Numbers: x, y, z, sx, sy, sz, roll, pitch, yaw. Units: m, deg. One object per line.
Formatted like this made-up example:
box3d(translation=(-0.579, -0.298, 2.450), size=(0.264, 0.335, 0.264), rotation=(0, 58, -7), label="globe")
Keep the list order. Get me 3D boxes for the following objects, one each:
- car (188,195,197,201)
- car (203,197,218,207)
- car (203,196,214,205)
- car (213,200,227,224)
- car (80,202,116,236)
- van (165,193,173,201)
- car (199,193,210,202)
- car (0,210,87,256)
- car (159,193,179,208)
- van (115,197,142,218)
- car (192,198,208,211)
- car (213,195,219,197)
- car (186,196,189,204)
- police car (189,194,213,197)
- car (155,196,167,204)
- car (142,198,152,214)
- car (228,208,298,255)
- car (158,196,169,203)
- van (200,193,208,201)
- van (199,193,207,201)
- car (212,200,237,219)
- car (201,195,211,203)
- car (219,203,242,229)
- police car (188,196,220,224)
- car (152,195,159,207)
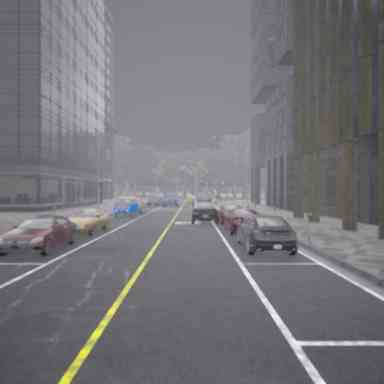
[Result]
box3d(translation=(0.008, 1.323, 76.263), size=(1.994, 1.385, 4.181), rotation=(0, 0, 0), label="car")
box3d(translation=(2.767, 1.480, 50.962), size=(2.008, 1.369, 4.403), rotation=(0, 0, 0), label="car")
box3d(translation=(2.767, 1.449, 56.570), size=(1.752, 1.417, 4.829), rotation=(0, 0, 0), label="car")
box3d(translation=(2.764, 1.509, 23.775), size=(1.887, 1.381, 4.507), rotation=(0, 0, 0), label="car")
box3d(translation=(-5.761, 1.498, 18.168), size=(1.752, 1.417, 4.829), rotation=(0, 0, 0), label="car")
box3d(translation=(-5.756, 1.241, 83.589), size=(1.690, 1.788, 3.998), rotation=(0, 0, 0), label="van")
box3d(translation=(2.768, 1.223, 72.713), size=(2.192, 1.841, 5.009), rotation=(0, 0, 0), label="car")
box3d(translation=(-5.762, 1.562, 12.900), size=(1.802, 1.307, 4.206), rotation=(0, 0, 0), label="car")
box3d(translation=(-3.079, 1.154, 48.067), size=(2.150, 2.045, 5.566), rotation=(0, 0, 0), label="car")
box3d(translation=(-5.761, 1.298, 29.213), size=(1.690, 1.788, 3.998), rotation=(0, 0, 0), label="van")
box3d(translation=(0.905, 1.468, 40.479), size=(1.812, 1.442, 4.674), rotation=(0, 0, 0), label="car")
box3d(translation=(2.766, 1.468, 40.257), size=(1.752, 1.417, 4.829), rotation=(0, 0, 0), label="car")
box3d(translation=(0.006, 1.396, 61.369), size=(1.882, 1.535, 5.008), rotation=(0, 0, 0), label="car")
box3d(translation=(0.904, 1.375, 34.589), size=(1.930, 1.638, 5.238), rotation=(0, 0, 0), label="police car")
box3d(translation=(-5.757, 1.444, 61.669), size=(1.752, 1.417, 4.829), rotation=(0, 0, 0), label="car")
box3d(translation=(-5.760, 1.500, 34.651), size=(2.008, 1.369, 4.403), rotation=(0, 0, 0), label="car")
box3d(translation=(2.763, 1.531, 12.899), size=(2.008, 1.369, 4.403), rotation=(0, 0, 0), label="car")
box3d(translation=(-5.757, 1.479, 67.276), size=(1.947, 1.339, 4.313), rotation=(0, 0, 0), label="car")
box3d(translation=(2.769, 1.245, 78.150), size=(1.690, 1.788, 3.998), rotation=(0, 0, 0), label="van")
box3d(translation=(2.770, 1.241, 83.588), size=(1.690, 1.788, 3.998), rotation=(0, 0, 0), label="van")
box3d(translation=(2.765, 1.482, 29.382), size=(1.752, 1.417, 4.829), rotation=(0, 0, 0), label="car")
box3d(translation=(2.768, 1.353, 67.275), size=(1.967, 1.590, 4.097), rotation=(0, 0, 0), label="car")
box3d(translation=(2.764, 1.517, 18.337), size=(1.887, 1.381, 4.507), rotation=(0, 0, 0), label="car")
box3d(translation=(0.892, 1.389, 24.588), size=(1.930, 1.638, 5.238), rotation=(0, 0, 0), label="police car")
box3d(translation=(-5.758, 1.495, 50.963), size=(1.947, 1.339, 4.313), rotation=(0, 0, 0), label="car")
